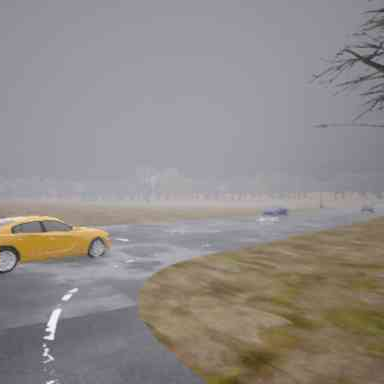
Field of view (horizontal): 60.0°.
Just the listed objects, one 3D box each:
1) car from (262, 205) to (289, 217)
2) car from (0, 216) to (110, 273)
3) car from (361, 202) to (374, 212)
[{"bbox_3d":[10.753,2.422,42.625,1.882,1.535,5.008,0,0,38],"label":"car"},{"bbox_3d":[-5.018,1.533,10.941,1.882,1.535,5.008,0,-2,38],"label":"car"},{"bbox_3d":[33.251,3.005,63.172,2.033,1.411,5.357,0,-1,30],"label":"car"}]
